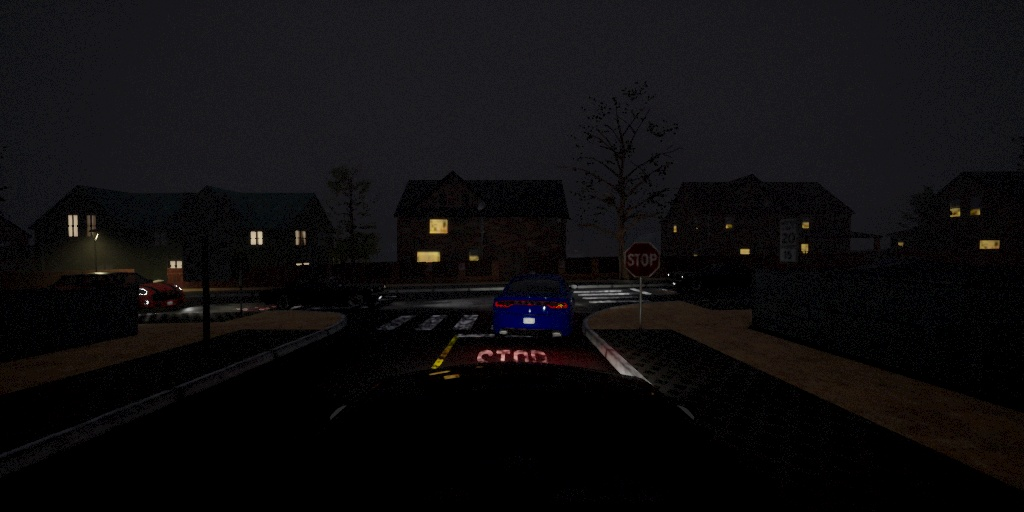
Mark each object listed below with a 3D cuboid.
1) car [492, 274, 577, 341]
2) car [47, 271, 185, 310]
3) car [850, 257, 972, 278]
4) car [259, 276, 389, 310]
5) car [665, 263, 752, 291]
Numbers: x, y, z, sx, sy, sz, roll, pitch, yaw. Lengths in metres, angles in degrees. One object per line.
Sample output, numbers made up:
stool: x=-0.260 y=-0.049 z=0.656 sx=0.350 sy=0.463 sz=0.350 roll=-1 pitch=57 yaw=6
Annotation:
car: x=0.781 y=1.226 z=10.061 sx=1.882 sy=1.535 sz=5.008 roll=0 pitch=0 yaw=10
car: x=-16.807 y=1.471 z=15.251 sx=4.553 sy=1.767 sz=2.097 roll=-1 pitch=1 yaw=0
car: x=20.046 y=0.753 z=18.243 sx=5.357 sy=1.411 sz=2.033 roll=-1 pitch=1 yaw=0
car: x=-7.819 y=1.506 z=15.264 sx=4.718 sy=1.301 sz=1.895 roll=-1 pitch=1 yaw=0
car: x=10.401 y=1.034 z=18.202 sx=4.718 sy=1.301 sz=1.895 roll=-1 pitch=1 yaw=-1
